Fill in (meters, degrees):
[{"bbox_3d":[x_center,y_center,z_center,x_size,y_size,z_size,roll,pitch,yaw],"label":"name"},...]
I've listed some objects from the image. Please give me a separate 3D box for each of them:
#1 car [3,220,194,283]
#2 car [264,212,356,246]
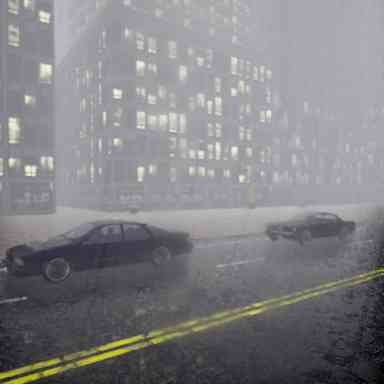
[{"bbox_3d":[-2.489,1.553,9.894,5.357,1.411,2.033,0,0,-36],"label":"car"},{"bbox_3d":[5.575,1.627,15.598,4.718,1.301,1.895,0,0,-35],"label":"car"}]
